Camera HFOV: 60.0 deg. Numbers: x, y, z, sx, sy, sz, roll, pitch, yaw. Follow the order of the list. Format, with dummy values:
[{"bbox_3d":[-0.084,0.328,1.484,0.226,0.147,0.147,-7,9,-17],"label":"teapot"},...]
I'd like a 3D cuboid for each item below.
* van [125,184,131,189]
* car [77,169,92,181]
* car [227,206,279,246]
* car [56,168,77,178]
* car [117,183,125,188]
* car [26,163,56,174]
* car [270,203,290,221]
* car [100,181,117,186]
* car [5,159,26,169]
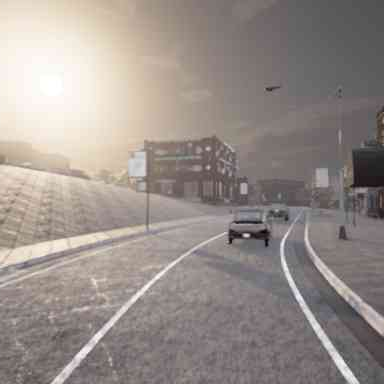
[{"bbox_3d":[-15.502,-0.808,73.548,1.878,1.987,4.442,0,-4,4],"label":"van"},{"bbox_3d":[-17.564,-2.282,51.433,2.435,2.045,5.566,0,-3,8],"label":"car"},{"bbox_3d":[2.946,1.639,16.275,2.128,1.511,4.902,-1,-1,16],"label":"car"},{"bbox_3d":[-18.380,-2.465,45.884,2.185,1.767,4.553,0,-3,9],"label":"car"},{"bbox_3d":[-15.887,-0.945,67.885,2.002,1.452,4.674,0,-4,4],"label":"car"},{"bbox_3d":[-19.302,-2.626,40.325,2.231,1.521,4.892,0,-3,11],"label":"car"},{"bbox_3d":[8.767,1.911,33.676,2.097,1.767,4.553,-1,-2,19],"label":"car"},{"bbox_3d":[-16.343,-1.317,62.374,2.002,1.452,4.674,0,-4,6],"label":"car"},{"bbox_3d":[-20.307,-2.846,35.002,2.002,1.452,4.674,0,-3,12],"label":"car"}]
